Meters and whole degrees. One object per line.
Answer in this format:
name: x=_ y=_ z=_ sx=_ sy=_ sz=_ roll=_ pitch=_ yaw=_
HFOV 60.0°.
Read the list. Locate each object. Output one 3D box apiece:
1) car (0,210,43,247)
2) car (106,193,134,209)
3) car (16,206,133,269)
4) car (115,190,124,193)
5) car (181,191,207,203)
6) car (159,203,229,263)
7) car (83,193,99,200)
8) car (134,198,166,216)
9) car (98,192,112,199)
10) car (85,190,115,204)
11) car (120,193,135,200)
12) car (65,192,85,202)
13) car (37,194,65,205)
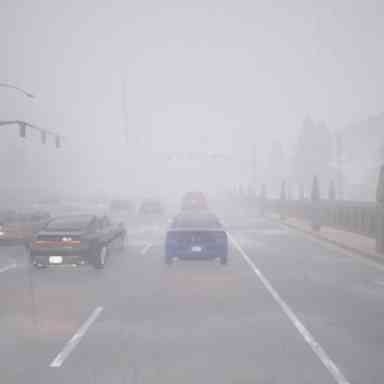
car: x=-6.860 y=1.439 z=13.914 sx=1.994 sy=1.385 sz=4.181 roll=0 pitch=1 yaw=0
car: x=-6.801 y=1.181 z=33.359 sx=1.882 sy=1.535 sz=5.008 roll=0 pitch=1 yaw=0
car: x=-3.369 y=1.408 z=10.665 sx=1.837 sy=1.490 sz=4.892 roll=0 pitch=0 yaw=0
car: x=-13.815 y=0.680 z=60.975 sx=2.150 sy=2.045 sz=5.566 roll=0 pitch=1 yaw=0
car: x=0.189 y=0.955 z=30.048 sx=2.150 sy=2.045 sz=5.566 roll=0 pitch=0 yaw=0
car: x=0.133 y=1.375 z=11.504 sx=1.882 sy=1.535 sz=5.008 roll=0 pitch=0 yaw=0
car: x=-20.791 y=0.985 z=68.702 sx=1.895 sy=1.301 sz=4.718 roll=0 pitch=1 yaw=0
car: x=-3.316 y=1.236 z=28.701 sx=2.128 sy=1.511 sz=4.902 roll=0 pitch=1 yaw=0
car: x=-20.758 y=0.835 z=79.388 sx=2.033 sy=1.411 sz=5.357 roll=0 pitch=1 yaw=0
car: x=-13.925 y=0.772 z=50.652 sx=2.150 sy=2.045 sz=5.566 roll=0 pitch=0 yaw=0
car: x=-13.783 y=0.906 z=71.484 sx=2.033 sy=1.411 sz=5.357 roll=0 pitch=1 yaw=0
car: x=-20.823 y=0.831 z=58.558 sx=2.097 sy=1.767 sz=4.553 roll=0 pitch=1 yaw=0
car: x=-20.926 y=1.090 z=48.903 sx=1.812 sy=1.442 sz=4.674 roll=0 pitch=1 yaw=0
